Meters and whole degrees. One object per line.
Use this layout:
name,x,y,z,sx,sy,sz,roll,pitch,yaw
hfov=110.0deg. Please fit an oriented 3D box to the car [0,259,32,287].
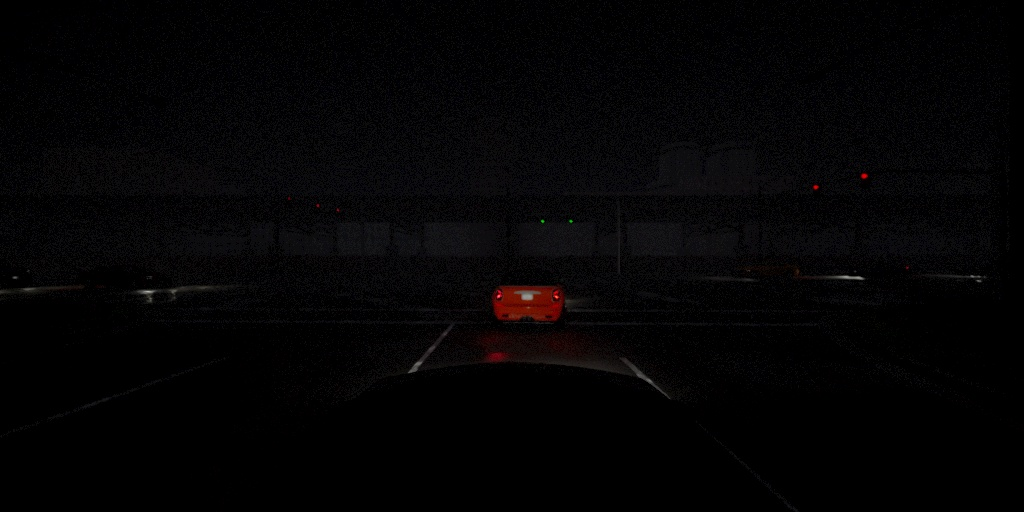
car,-35.524,1.068,23.749,5.566,2.045,2.150,0,0,2

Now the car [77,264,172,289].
car,-25.192,1.321,23.426,5.008,1.535,1.882,0,0,2

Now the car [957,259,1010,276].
car,43.195,0.989,32.276,4.674,1.442,1.812,-1,0,2

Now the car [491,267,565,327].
car,0.671,1.138,11.899,2.097,1.767,4.553,0,0,7

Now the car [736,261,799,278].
car,23.282,1.227,32.824,5.008,1.535,1.882,-1,0,2

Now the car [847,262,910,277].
car,33.191,1.191,32.556,4.181,1.385,1.994,-1,0,1
